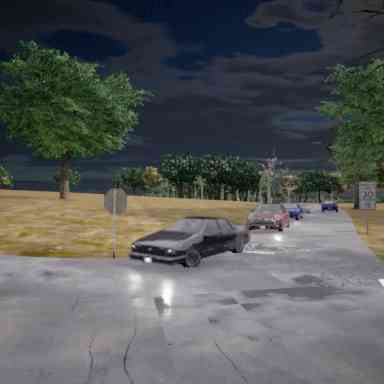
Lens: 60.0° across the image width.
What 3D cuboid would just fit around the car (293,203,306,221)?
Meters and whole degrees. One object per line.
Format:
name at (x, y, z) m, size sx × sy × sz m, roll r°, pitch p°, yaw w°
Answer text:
car at (8.882, 1.715, 30.174) m, size 1.882 × 1.535 × 5.008 m, roll 0°, pitch -1°, yaw 24°

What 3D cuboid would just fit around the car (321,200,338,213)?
car at (18.531, 1.908, 44.681) m, size 1.882 × 1.535 × 5.008 m, roll 0°, pitch -1°, yaw 22°

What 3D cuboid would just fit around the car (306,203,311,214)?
car at (13.247, 1.958, 40.148) m, size 1.895 × 1.301 × 4.718 m, roll 0°, pitch -1°, yaw 23°

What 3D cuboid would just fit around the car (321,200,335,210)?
car at (22.184, 2.065, 54.347) m, size 1.882 × 1.535 × 5.008 m, roll 0°, pitch -1°, yaw 20°

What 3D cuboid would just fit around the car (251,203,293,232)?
car at (4.953, 1.484, 21.247) m, size 2.097 × 1.767 × 4.553 m, roll 0°, pitch -1°, yaw 23°

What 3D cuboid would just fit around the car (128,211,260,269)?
car at (0.269, 1.588, 11.754) m, size 2.033 × 1.411 × 5.357 m, roll 0°, pitch 0°, yaw 35°
